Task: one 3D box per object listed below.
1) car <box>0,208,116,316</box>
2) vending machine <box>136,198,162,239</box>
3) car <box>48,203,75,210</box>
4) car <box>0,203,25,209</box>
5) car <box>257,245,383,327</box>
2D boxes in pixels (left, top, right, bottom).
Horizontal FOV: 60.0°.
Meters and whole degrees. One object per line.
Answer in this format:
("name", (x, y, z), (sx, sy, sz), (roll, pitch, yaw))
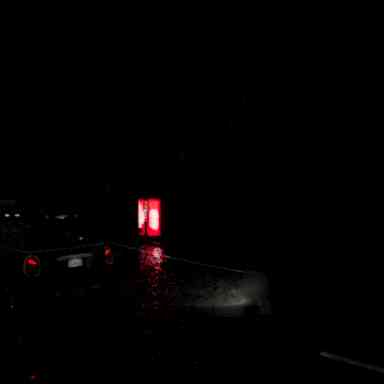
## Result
("car", (-3.786, 1.434, 8.050), (2.097, 1.767, 4.553), (0, -1, -45))
("vending machine", (-2.272, 1.355, 17.700), (1.100, 2.100, 0.880), (0, -1, -34))
("car", (-8.366, 1.559, 21.056), (2.097, 1.767, 4.553), (0, -1, -25))
("car", (-14.488, 1.826, 27.239), (2.033, 1.411, 5.357), (0, -1, -17))
("car", (3.865, 1.585, 5.572), (5.357, 1.411, 2.033), (-1, -1, 37))
